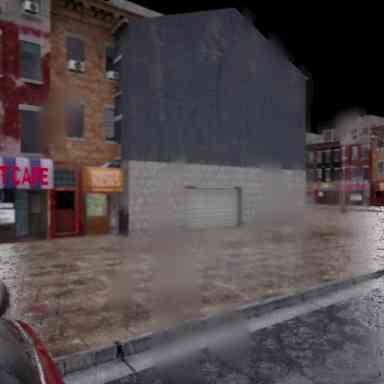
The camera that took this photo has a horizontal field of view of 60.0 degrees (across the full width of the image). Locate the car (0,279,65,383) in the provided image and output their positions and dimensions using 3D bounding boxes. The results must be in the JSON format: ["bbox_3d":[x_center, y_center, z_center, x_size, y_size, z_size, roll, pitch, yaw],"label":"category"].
[{"bbox_3d":[-2.715,1.356,1.133,4.553,1.767,2.097,0,0,-36],"label":"car"}]
